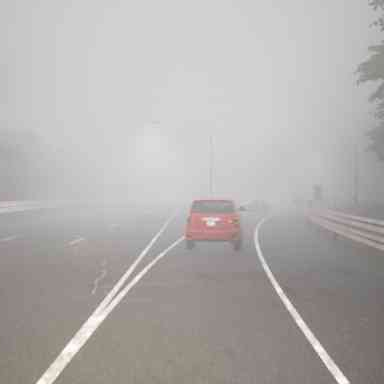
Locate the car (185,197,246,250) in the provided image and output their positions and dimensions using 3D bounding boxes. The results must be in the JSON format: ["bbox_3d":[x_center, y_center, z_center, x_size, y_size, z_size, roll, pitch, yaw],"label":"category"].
[{"bbox_3d":[1.124,1.227,14.647,2.150,2.045,5.566,0,0,9],"label":"car"}]

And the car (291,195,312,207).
[{"bbox_3d":[17.321,1.350,52.510,2.097,1.767,4.553,0,0,37],"label":"car"}]

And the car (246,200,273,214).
[{"bbox_3d":[7.229,1.560,35.357,2.033,1.411,5.357,0,0,24],"label":"car"}]
